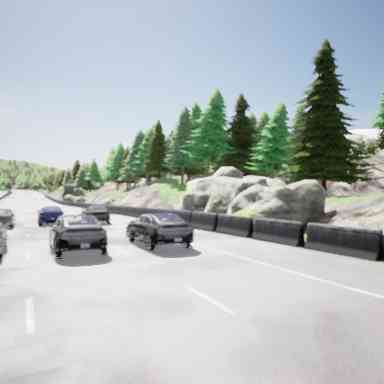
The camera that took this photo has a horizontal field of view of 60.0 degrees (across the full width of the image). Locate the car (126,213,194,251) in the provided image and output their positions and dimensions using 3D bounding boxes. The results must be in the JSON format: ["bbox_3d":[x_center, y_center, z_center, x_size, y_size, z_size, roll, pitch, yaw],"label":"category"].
[{"bbox_3d":[-1.599,1.697,15.184,2.128,1.511,4.902,0,-1,-26],"label":"car"}]

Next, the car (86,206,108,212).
[{"bbox_3d":[-8.300,1.947,28.622,1.837,1.490,4.892,0,-1,-26],"label":"car"}]

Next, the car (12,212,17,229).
[{"bbox_3d":[-14.115,1.923,24.574,2.033,1.411,5.357,0,-1,-26],"label":"car"}]

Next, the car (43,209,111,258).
[{"bbox_3d":[-4.731,1.672,13.622,2.128,1.511,4.902,0,-1,-26],"label":"car"}]

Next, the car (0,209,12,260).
[{"bbox_3d":[-8.185,1.644,12.719,1.882,1.535,5.008,0,-1,-26],"label":"car"}]

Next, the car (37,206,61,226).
[{"bbox_3d":[-11.753,1.904,27.719,1.882,1.535,5.008,0,-1,-26],"label":"car"}]
